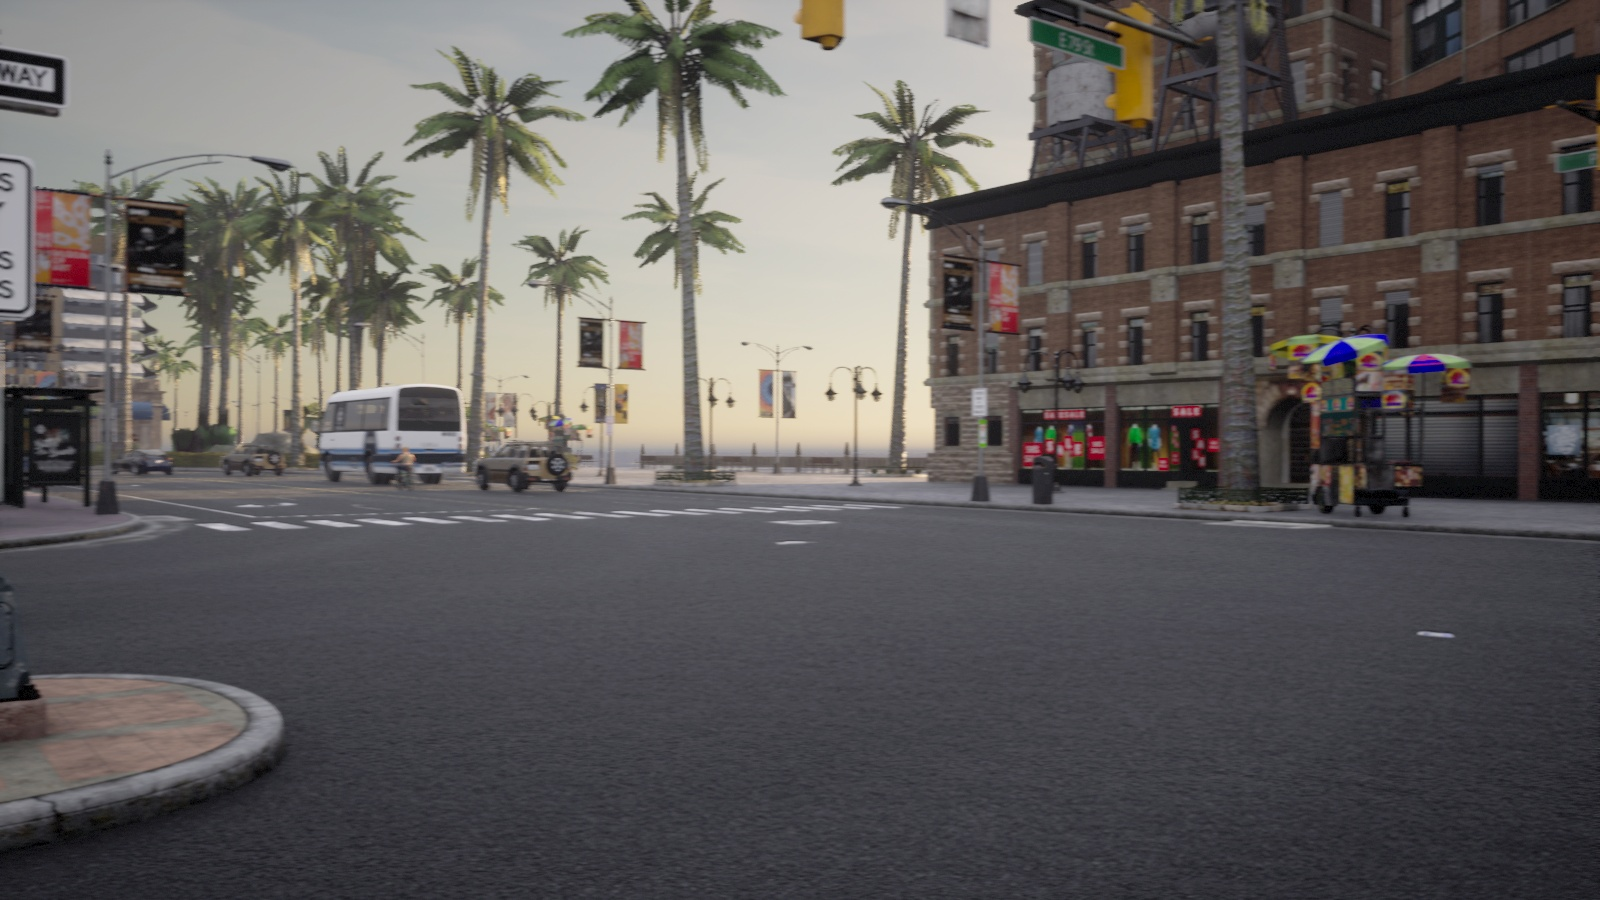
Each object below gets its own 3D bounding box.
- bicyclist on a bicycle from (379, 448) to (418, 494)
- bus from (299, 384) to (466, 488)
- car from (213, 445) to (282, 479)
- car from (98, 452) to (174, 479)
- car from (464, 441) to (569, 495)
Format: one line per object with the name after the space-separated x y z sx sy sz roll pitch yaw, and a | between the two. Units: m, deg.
-14.316 0.738 44.707 0.866 1.612 1.509 0 0 -37 | bicyclist on a bicycle
-18.956 -0.558 56.462 3.944 4.253 10.273 0 0 -38 | bus
-31.039 0.662 70.458 4.605 1.855 1.932 0 0 44 | car
-38.049 0.855 71.917 4.792 1.488 2.163 0 0 40 | car
-10.247 0.614 45.171 1.932 1.855 4.605 0 0 -38 | car
